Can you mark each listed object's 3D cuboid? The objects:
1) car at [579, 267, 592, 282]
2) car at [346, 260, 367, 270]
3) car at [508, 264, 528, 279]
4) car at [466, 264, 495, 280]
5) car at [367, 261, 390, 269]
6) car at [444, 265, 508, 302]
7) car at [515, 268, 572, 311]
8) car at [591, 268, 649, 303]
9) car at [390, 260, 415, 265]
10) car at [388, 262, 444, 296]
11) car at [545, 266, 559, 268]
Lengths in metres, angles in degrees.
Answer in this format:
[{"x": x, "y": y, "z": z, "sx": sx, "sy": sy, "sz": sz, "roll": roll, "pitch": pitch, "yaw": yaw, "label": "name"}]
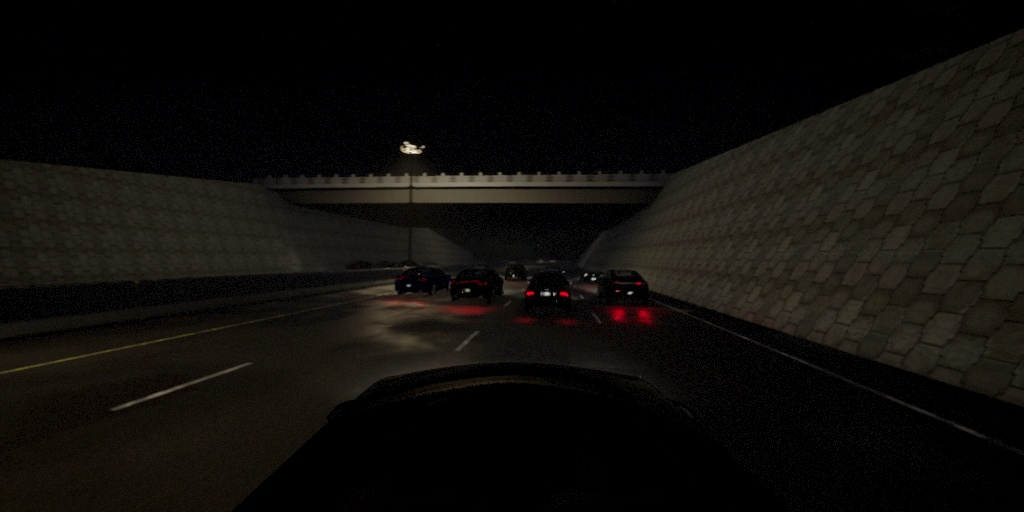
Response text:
[{"x": 7.249, "y": 1.700, "z": 32.967, "sx": 1.895, "sy": 1.301, "sz": 4.718, "roll": 1, "pitch": 0, "yaw": 7, "label": "car"}, {"x": -22.261, "y": 1.405, "z": 52.551, "sx": 1.882, "sy": 1.535, "sz": 5.008, "roll": 1, "pitch": -1, "yaw": 7, "label": "car"}, {"x": 0.440, "y": 1.543, "z": 34.938, "sx": 1.837, "sy": 1.490, "sz": 4.892, "roll": 1, "pitch": 0, "yaw": 7, "label": "car"}, {"x": -3.034, "y": 1.565, "z": 35.362, "sx": 1.994, "sy": 1.385, "sz": 4.181, "roll": 1, "pitch": -1, "yaw": 7, "label": "car"}, {"x": -18.718, "y": 1.462, "z": 52.703, "sx": 2.128, "sy": 1.511, "sz": 4.902, "roll": 1, "pitch": -1, "yaw": 7, "label": "car"}, {"x": -1.622, "y": 1.347, "z": 18.003, "sx": 1.882, "sy": 1.535, "sz": 5.008, "roll": 1, "pitch": 0, "yaw": 7, "label": "car"}, {"x": 1.564, "y": 1.431, "z": 15.294, "sx": 2.033, "sy": 1.411, "sz": 5.357, "roll": 1, "pitch": 0, "yaw": 7, "label": "car"}, {"x": 5.429, "y": 1.440, "z": 17.962, "sx": 2.128, "sy": 1.511, "sz": 4.902, "roll": 1, "pitch": -1, "yaw": 7, "label": "car"}, {"x": -15.275, "y": 1.354, "z": 52.041, "sx": 2.097, "sy": 1.767, "sz": 4.553, "roll": 1, "pitch": 0, "yaw": 7, "label": "car"}, {"x": -4.854, "y": 1.331, "z": 20.357, "sx": 1.882, "sy": 1.535, "sz": 5.008, "roll": 1, "pitch": 0, "yaw": 7, "label": "car"}, {"x": 3.370, "y": 1.579, "z": 30.184, "sx": 2.033, "sy": 1.411, "sz": 5.357, "roll": 1, "pitch": 0, "yaw": 7, "label": "car"}]
